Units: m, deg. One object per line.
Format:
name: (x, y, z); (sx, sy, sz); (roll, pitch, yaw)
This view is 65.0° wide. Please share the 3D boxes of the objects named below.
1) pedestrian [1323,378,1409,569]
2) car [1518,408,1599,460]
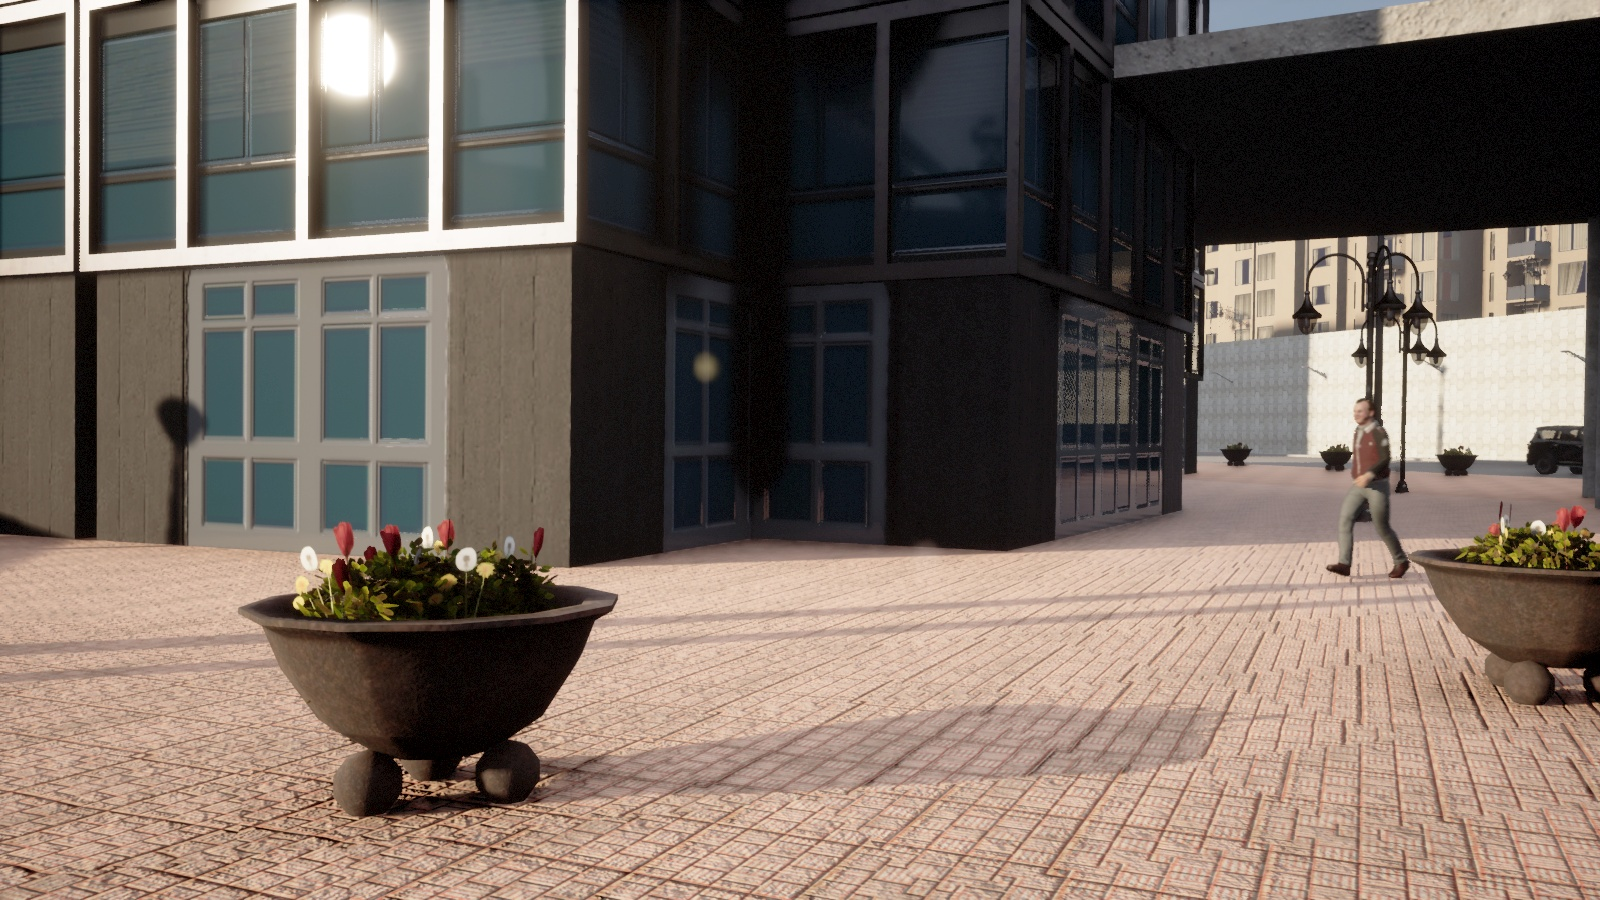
pedestrian: (5.627, 0.219, 12.478); (0.720, 1.854, 0.376); (-1, 1, -21)
car: (32.223, -0.657, 50.742); (2.150, 2.045, 5.566); (-1, 1, -18)
